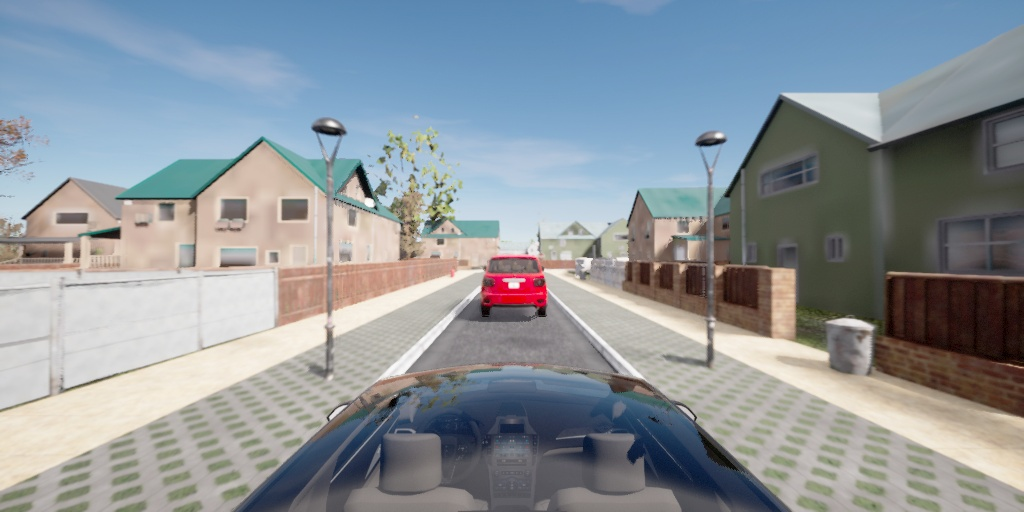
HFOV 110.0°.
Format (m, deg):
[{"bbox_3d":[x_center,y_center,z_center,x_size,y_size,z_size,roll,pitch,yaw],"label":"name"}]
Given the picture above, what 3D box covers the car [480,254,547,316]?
[{"bbox_3d":[0.061,0.967,13.402,2.150,2.045,5.566,0,0,0],"label":"car"}]
